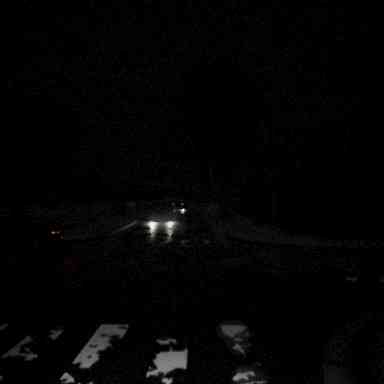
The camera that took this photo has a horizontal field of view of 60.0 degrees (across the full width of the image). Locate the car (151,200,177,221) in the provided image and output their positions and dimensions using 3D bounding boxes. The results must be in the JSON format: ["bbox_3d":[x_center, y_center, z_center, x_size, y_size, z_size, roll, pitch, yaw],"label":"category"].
[{"bbox_3d":[-2.729,1.866,31.782,1.882,1.535,5.008,0,-1,0],"label":"car"}]

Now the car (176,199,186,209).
[{"bbox_3d":[-2.183,2.029,58.096,2.097,1.767,4.553,0,0,4],"label":"car"}]

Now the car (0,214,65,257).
[{"bbox_3d":[-7.197,1.569,12.264,4.674,1.442,1.812,1,0,-19],"label":"car"}]
